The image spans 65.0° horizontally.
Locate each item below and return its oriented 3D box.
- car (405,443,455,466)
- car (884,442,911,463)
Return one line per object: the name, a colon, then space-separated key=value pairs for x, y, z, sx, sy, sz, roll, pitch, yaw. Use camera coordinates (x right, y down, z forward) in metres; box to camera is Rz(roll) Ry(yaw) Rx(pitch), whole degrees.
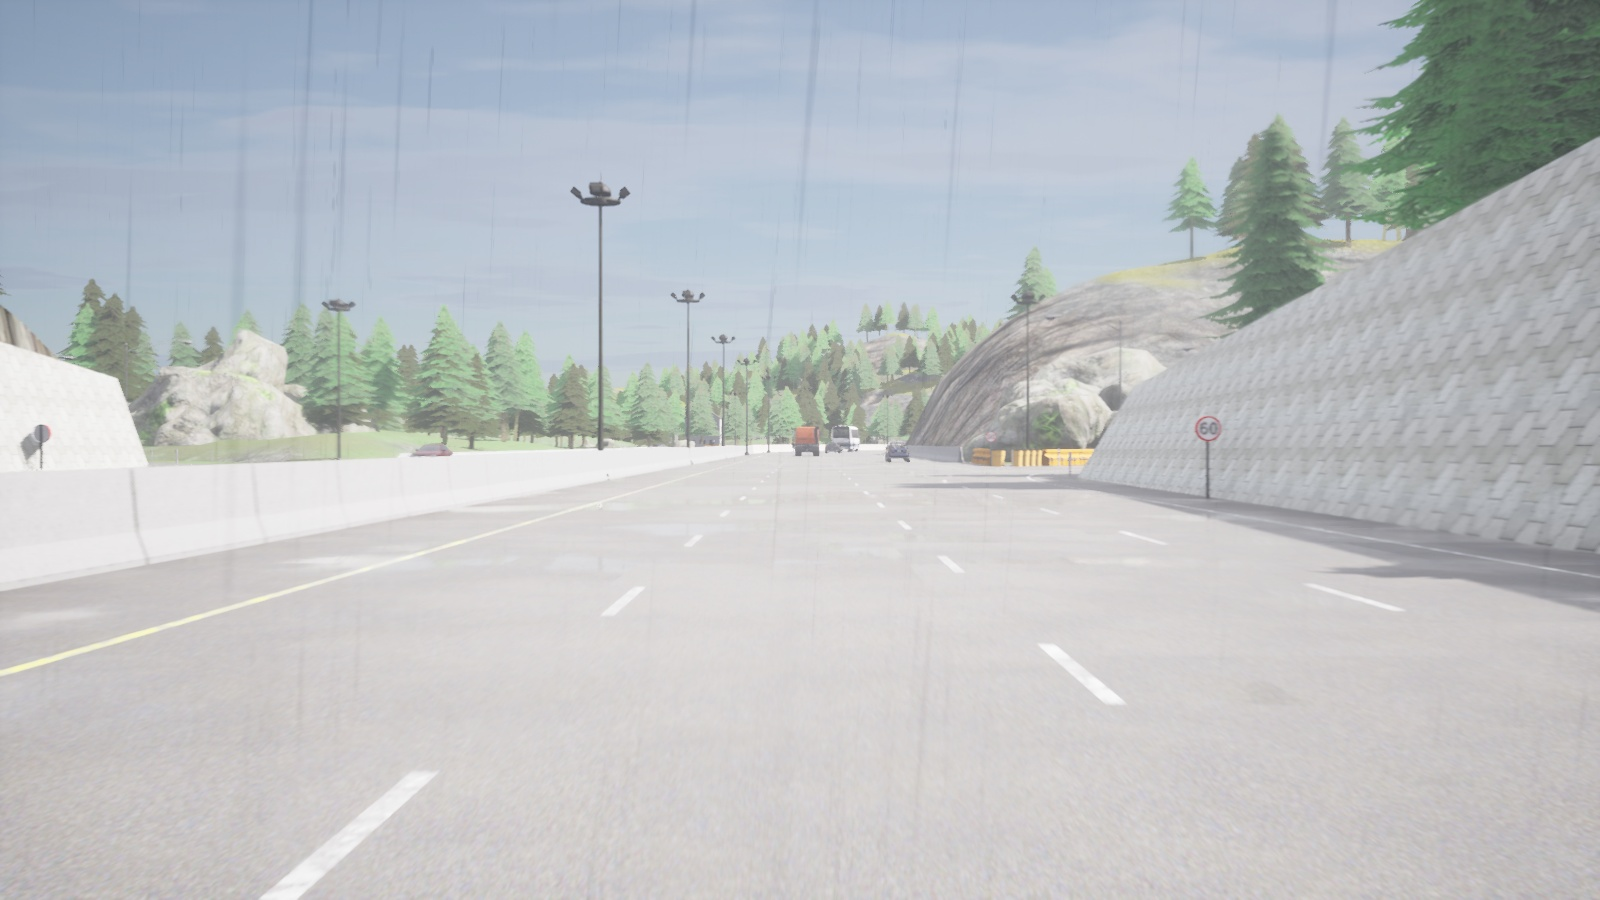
car: x=-24.020 y=0.297 z=81.697 sx=1.812 sy=1.442 sz=4.674 roll=0 pitch=0 yaw=0
car: x=7.572 y=0.186 z=97.732 sx=1.789 sy=1.549 sz=3.705 roll=0 pitch=0 yaw=0
